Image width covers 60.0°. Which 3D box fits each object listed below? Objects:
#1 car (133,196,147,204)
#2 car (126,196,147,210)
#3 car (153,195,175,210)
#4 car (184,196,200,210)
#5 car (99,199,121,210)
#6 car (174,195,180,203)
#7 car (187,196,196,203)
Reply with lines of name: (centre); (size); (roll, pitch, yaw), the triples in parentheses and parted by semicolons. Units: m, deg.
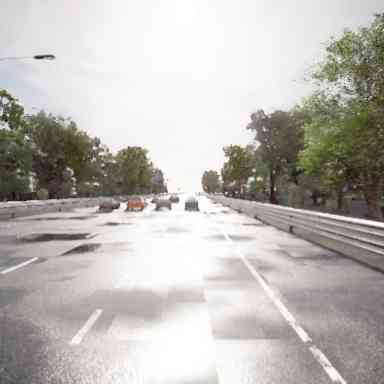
car: (-10.509, 1.532, 67.975); (2.128, 1.511, 4.902); (0, 0, 0)
car: (-7.020, 1.369, 42.771); (2.097, 1.767, 4.553); (0, 0, 0)
car: (-3.520, 1.525, 42.538); (1.837, 1.490, 4.892); (0, 0, 0)
car: (-0.017, 1.496, 42.846); (1.882, 1.535, 5.008); (0, 0, 0)
car: (-10.520, 1.582, 42.886); (1.994, 1.385, 4.181); (0, 0, 0)
car: (-3.504, 1.386, 68.436); (2.097, 1.767, 4.553); (0, 0, 0)
car: (-0.006, 1.537, 68.624); (1.837, 1.490, 4.892); (0, 0, 0)
